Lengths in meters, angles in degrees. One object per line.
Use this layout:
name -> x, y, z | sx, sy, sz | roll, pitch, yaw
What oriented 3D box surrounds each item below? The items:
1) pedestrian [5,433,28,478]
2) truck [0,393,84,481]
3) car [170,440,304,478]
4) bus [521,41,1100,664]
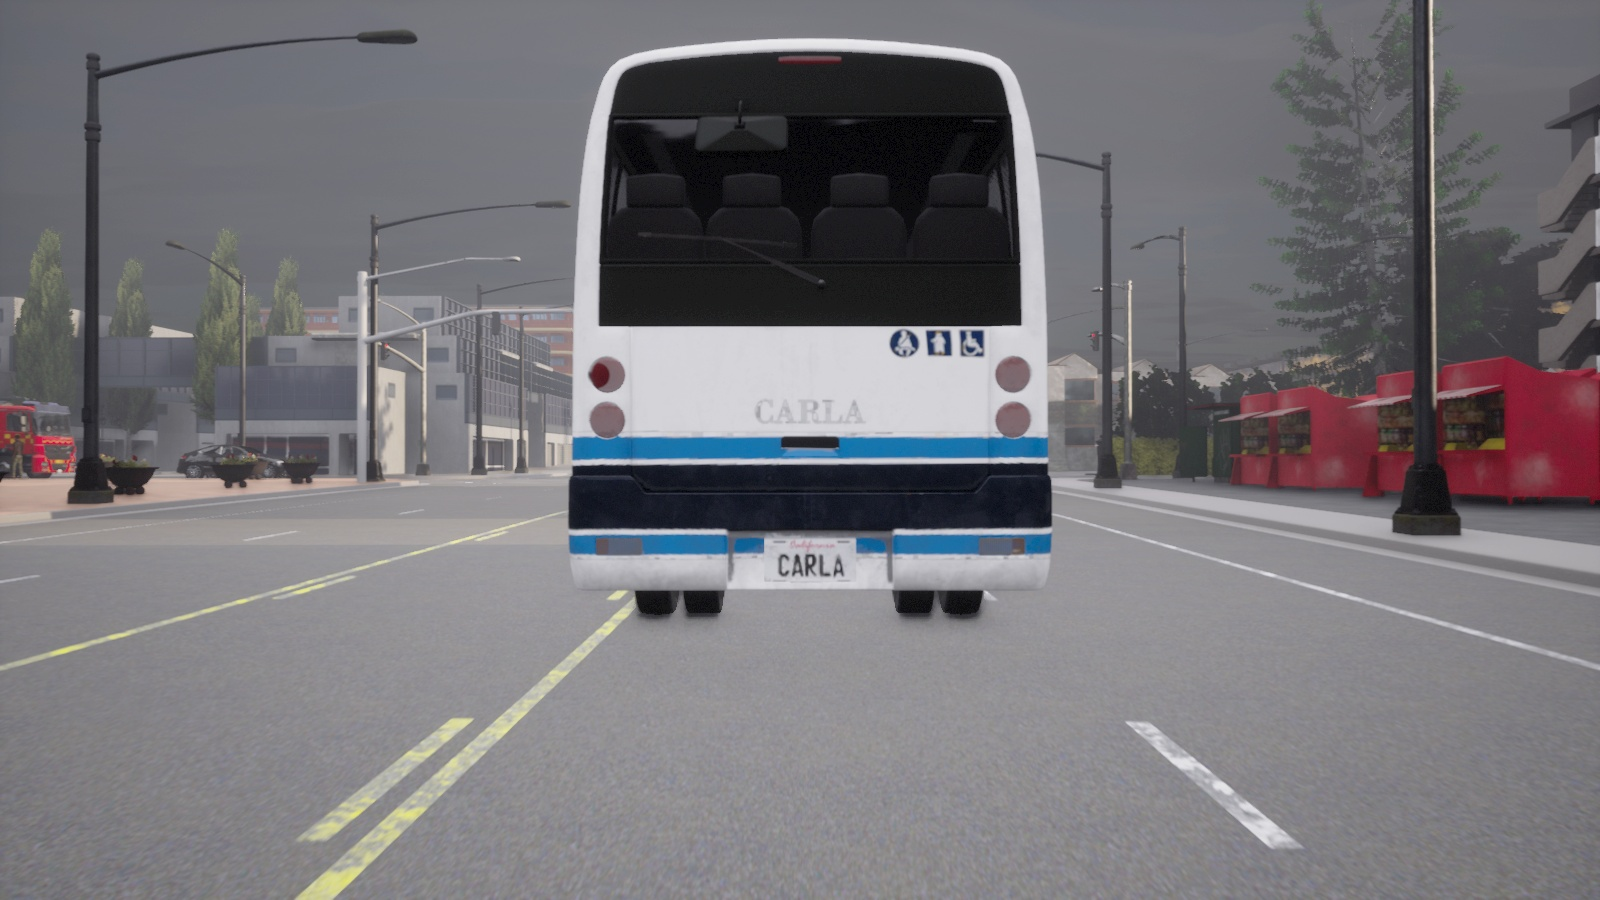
pedestrian -> -32.492, 0.226, 52.081 | 0.703, 1.840, 0.431 | 0, -1, 17
truck -> -37.110, -0.564, 56.210 | 8.468, 3.827, 2.891 | 0, -1, 1
car -> -25.075, 0.388, 56.048 | 5.027, 1.651, 2.152 | 0, -1, 1
bus -> 0.084, -0.686, 13.707 | 3.944, 4.253, 10.273 | 0, 0, 0
